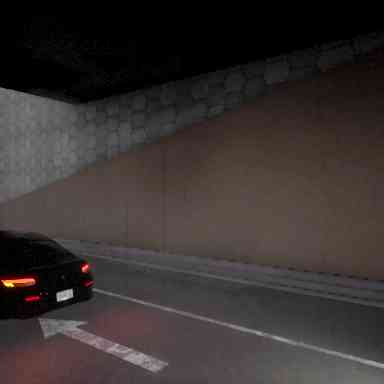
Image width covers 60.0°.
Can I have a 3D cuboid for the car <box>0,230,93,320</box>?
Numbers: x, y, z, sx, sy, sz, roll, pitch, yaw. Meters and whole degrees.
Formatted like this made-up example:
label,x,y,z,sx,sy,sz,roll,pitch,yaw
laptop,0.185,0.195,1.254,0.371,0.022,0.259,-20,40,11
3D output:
label,x,y,z,sx,sy,sz,roll,pitch,yaw
car,-3.955,1.526,6.793,4.674,1.442,1.812,0,0,36
